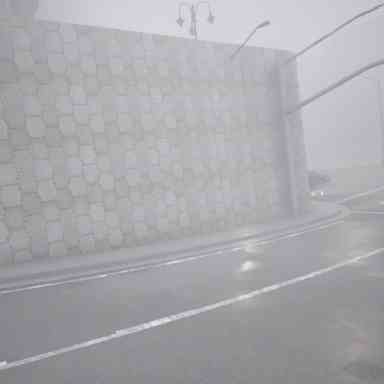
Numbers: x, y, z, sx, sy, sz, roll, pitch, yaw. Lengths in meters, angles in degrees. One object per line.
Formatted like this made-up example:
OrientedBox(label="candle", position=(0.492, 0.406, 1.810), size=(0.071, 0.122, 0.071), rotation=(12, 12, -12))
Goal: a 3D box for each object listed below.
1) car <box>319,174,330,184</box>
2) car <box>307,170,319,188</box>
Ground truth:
OrientedBox(label="car", position=(10.709, -1.347, 31.814), size=(1.837, 1.490, 4.892), rotation=(-11, 7, -34))
OrientedBox(label="car", position=(8.042, -0.742, 29.605), size=(2.033, 1.411, 5.357), rotation=(-11, 7, -35))
